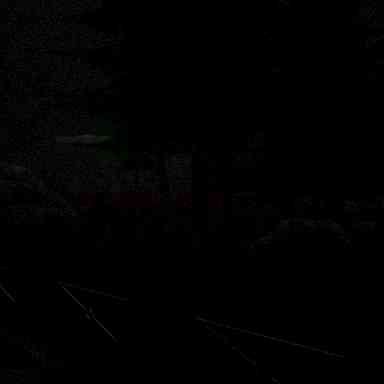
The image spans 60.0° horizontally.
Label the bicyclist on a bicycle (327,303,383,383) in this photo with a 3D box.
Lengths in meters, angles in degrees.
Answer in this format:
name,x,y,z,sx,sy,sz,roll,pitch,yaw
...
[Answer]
name,x,y,z,sx,sy,sz,roll,pitch,yaw
bicyclist on a bicycle,1.895,1.338,2.646,1.656,1.620,0.582,-5,-4,36
